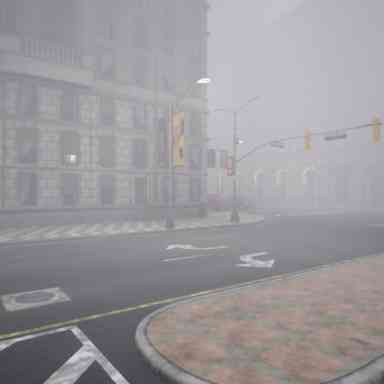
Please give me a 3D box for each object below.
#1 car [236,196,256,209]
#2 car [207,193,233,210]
[{"bbox_3d":[6.393,1.352,44.690,2.097,1.767,4.553,0,0,-36],"label":"car"},{"bbox_3d":[2.725,1.221,43.784,2.150,2.045,5.566,0,0,-36],"label":"car"}]
